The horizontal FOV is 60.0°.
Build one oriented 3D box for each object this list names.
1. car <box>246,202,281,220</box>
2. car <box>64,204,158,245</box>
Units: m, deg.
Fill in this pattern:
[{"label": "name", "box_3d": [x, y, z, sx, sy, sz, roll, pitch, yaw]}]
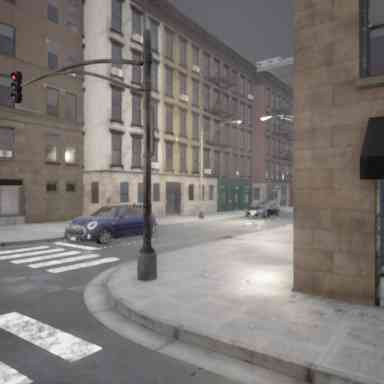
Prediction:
[{"label": "car", "box_3d": [6.635, 1.642, 30.558, 2.128, 1.511, 4.902, 0, 0, 36]}, {"label": "car", "box_3d": [-3.755, 1.409, 16.001, 2.097, 1.767, 4.553, 0, 0, 36]}]
